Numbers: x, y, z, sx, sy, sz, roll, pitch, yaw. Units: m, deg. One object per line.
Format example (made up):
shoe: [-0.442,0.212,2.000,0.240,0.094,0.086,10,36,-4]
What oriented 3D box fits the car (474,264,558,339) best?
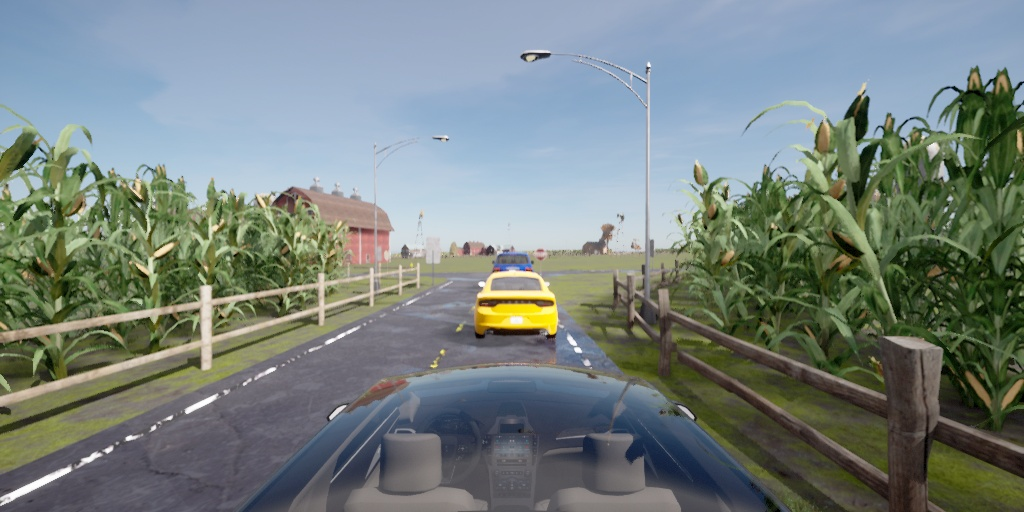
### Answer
car: [0.071,1.157,9.903,1.882,1.535,5.008,0,0,-1]

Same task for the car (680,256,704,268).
car: [20.458,0.681,38.010,4.718,1.301,1.895,-1,0,-6]

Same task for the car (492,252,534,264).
car: [0.052,0.817,19.715,2.150,2.045,5.566,0,0,0]

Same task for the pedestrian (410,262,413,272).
pedestrian: [-11.293,1.285,40.396,0.500,1.100,0.500,0,1,4]
